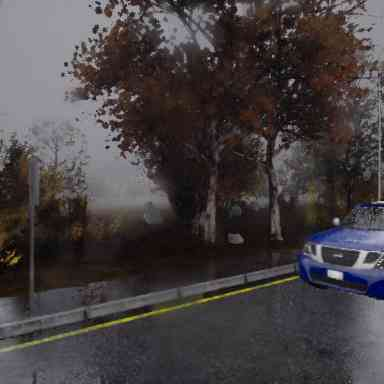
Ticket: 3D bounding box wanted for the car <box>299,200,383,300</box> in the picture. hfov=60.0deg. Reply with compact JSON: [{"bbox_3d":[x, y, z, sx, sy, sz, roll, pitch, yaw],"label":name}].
[{"bbox_3d":[4.953,1.222,8.010,5.566,2.045,2.150,0,0,-37],"label":"car"}]
